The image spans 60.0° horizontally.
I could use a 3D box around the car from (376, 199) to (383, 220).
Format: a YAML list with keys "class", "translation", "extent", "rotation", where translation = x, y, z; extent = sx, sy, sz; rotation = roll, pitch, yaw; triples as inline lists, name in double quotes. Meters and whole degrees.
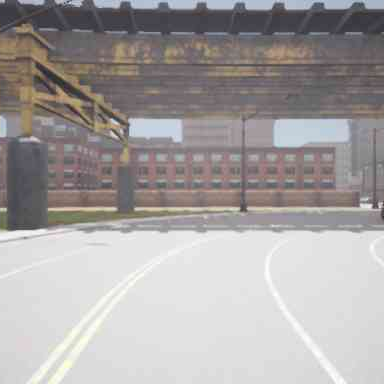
- class: "car"
  translation: [17.586, 1.387, 26.830]
  extent: [4.553, 1.767, 2.097]
  rotation: [0, 0, -19]

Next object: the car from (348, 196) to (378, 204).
- class: "car"
  translation: [33.856, 1.540, 65.945]
  extent: [2.038, 1.542, 4.974]
  rotation: [0, 0, -34]

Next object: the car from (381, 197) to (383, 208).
- class: "car"
  translation: [29.374, 1.514, 46.348]
  extent: [2.038, 1.542, 4.974]
  rotation: [0, 0, -29]

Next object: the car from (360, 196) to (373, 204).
- class: "car"
  translation: [33.885, 1.382, 65.902]
  extent: [1.853, 1.218, 4.536]
  rotation: [0, 0, -34]
